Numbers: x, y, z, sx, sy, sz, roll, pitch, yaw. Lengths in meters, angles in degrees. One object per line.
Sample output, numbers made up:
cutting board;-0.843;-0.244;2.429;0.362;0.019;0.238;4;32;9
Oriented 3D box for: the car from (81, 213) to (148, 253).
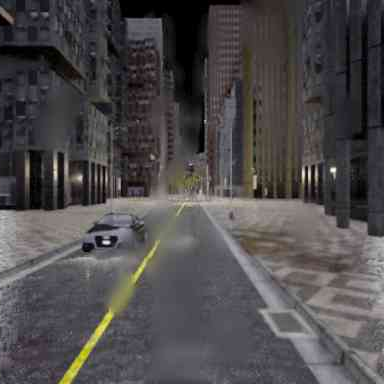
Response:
car;-3.001;1.580;13.641;1.994;1.385;4.181;0;0;0
